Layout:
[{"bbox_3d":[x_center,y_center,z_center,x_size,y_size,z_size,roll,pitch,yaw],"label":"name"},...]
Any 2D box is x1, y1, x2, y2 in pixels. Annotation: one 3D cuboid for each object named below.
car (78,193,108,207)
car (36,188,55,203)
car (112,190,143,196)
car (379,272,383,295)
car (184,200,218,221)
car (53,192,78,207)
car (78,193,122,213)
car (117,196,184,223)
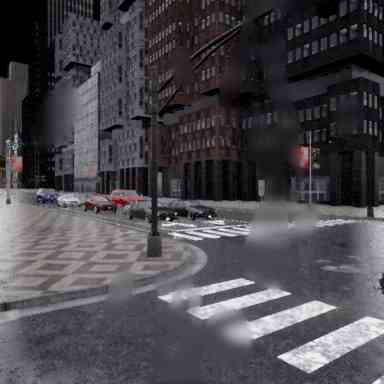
[{"bbox_3d":[-12.500,0.927,41.767,2.128,1.511,4.902,0,1,-36],"label":"car"},{"bbox_3d":[-20.647,0.520,47.531,2.150,2.045,5.566,0,1,-36],"label":"car"},{"bbox_3d":[-6.383,0.809,33.327,2.150,2.045,5.566,0,1,-36],"label":"car"},{"bbox_3d":[5.981,1.515,6.485,4.674,1.442,1.812,0,0,-17],"label":"car"},{"bbox_3d":[-0.427,1.279,25.067,2.033,1.411,5.357,0,1,-39],"label":"car"},{"bbox_3d":[-14.429,0.984,38.867,1.812,1.442,4.674,0,1,-35],"label":"car"},{"bbox_3d":[-8.631,1.079,30.892,1.882,1.535,5.008,0,1,-36],"label":"car"},{"bbox_3d":[-3.032,1.283,23.209,2.033,1.411,5.357,0,1,-35],"label":"car"}]
